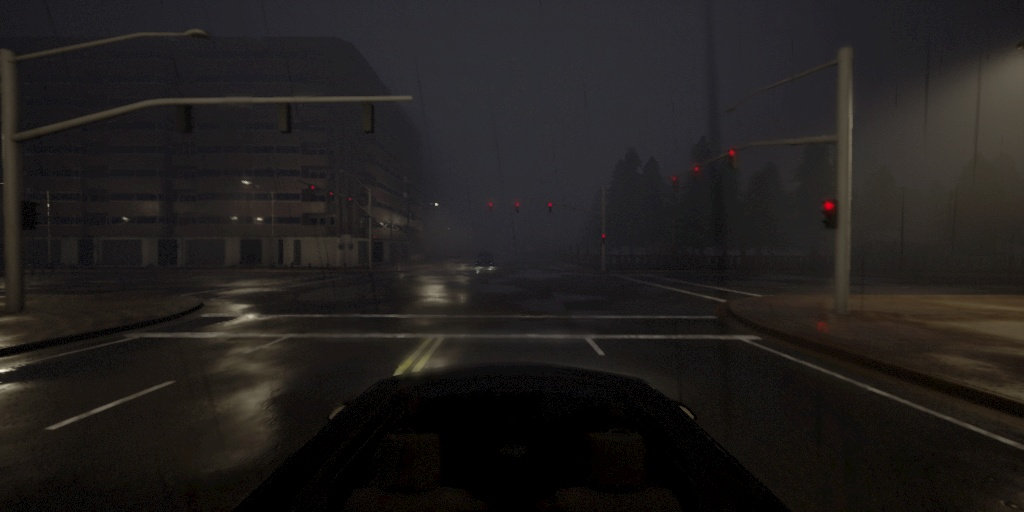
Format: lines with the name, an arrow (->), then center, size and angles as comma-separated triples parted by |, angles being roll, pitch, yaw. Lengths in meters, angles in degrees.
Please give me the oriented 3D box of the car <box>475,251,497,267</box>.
car -> -3.497, 0.405, 46.862 | 2.150, 2.045, 5.566 | 0, 2, 0
